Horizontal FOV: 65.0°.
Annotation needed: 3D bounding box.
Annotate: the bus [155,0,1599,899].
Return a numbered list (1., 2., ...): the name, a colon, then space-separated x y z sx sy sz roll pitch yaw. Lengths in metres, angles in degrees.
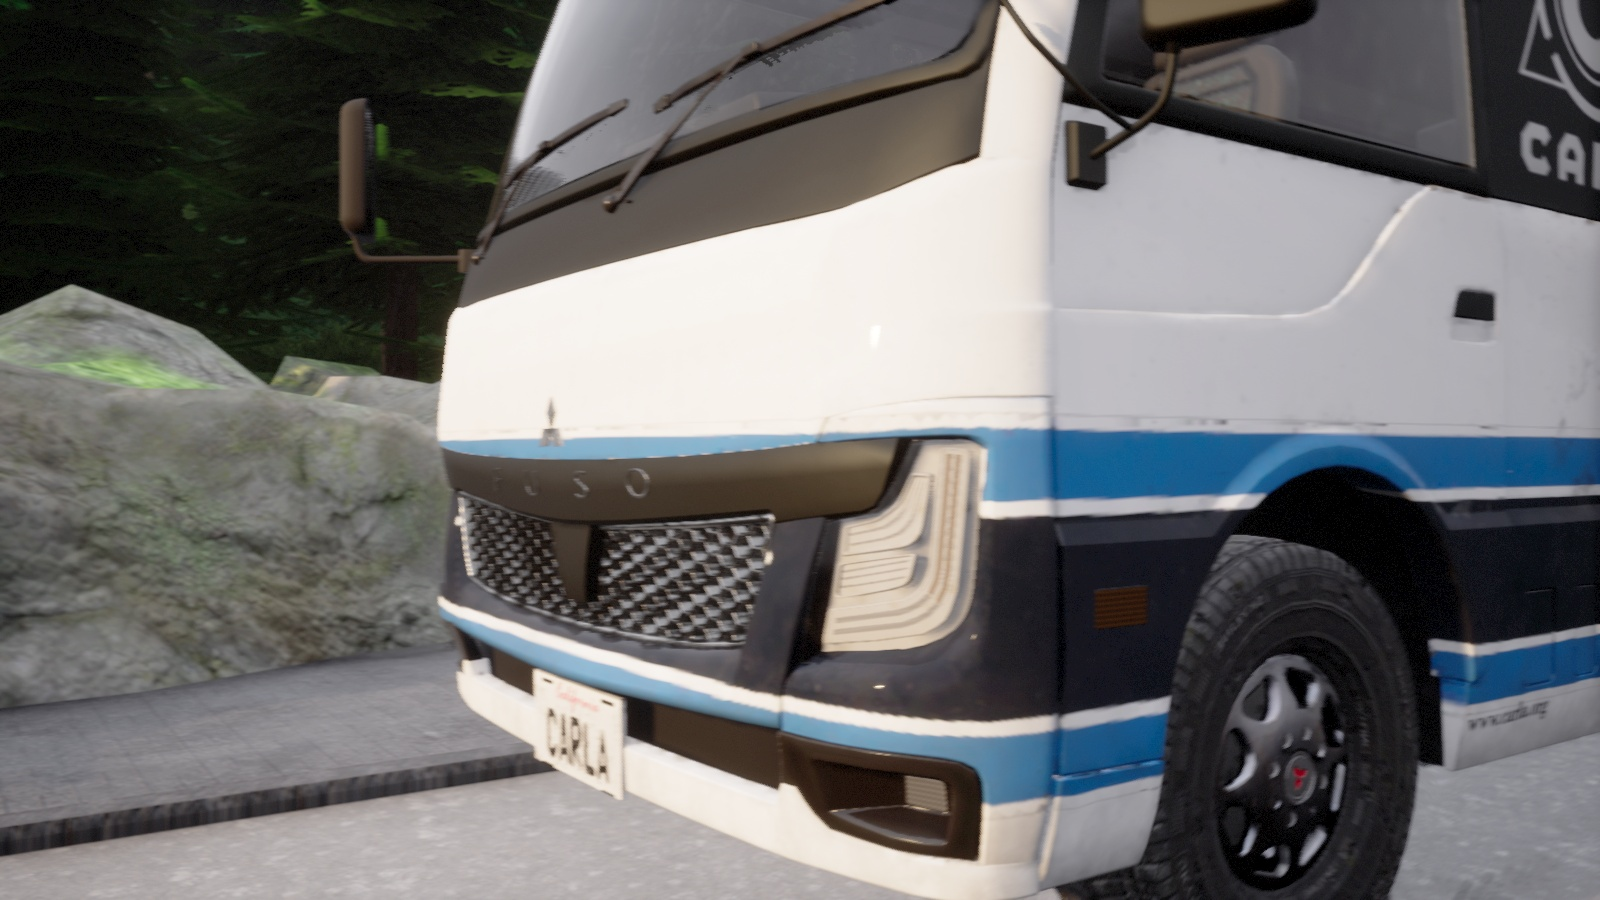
1. bus: 2.819 -0.622 6.234 10.273 4.253 3.944 0 0 -35
